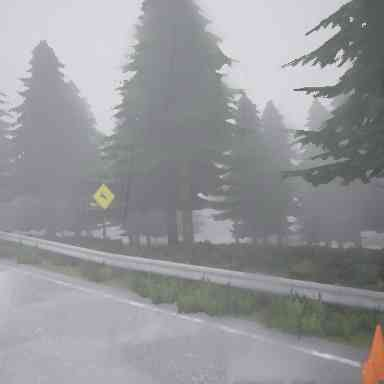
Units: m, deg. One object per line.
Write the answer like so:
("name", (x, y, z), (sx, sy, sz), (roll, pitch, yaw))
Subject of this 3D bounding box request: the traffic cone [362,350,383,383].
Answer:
("traffic cone", (1.773, 1.956, 3.294), (0.340, 0.580, 0.340), (0, 0, 34))

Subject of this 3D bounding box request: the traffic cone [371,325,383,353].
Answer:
("traffic cone", (2.321, 1.956, 4.127), (0.340, 0.580, 0.340), (0, 0, 34))
